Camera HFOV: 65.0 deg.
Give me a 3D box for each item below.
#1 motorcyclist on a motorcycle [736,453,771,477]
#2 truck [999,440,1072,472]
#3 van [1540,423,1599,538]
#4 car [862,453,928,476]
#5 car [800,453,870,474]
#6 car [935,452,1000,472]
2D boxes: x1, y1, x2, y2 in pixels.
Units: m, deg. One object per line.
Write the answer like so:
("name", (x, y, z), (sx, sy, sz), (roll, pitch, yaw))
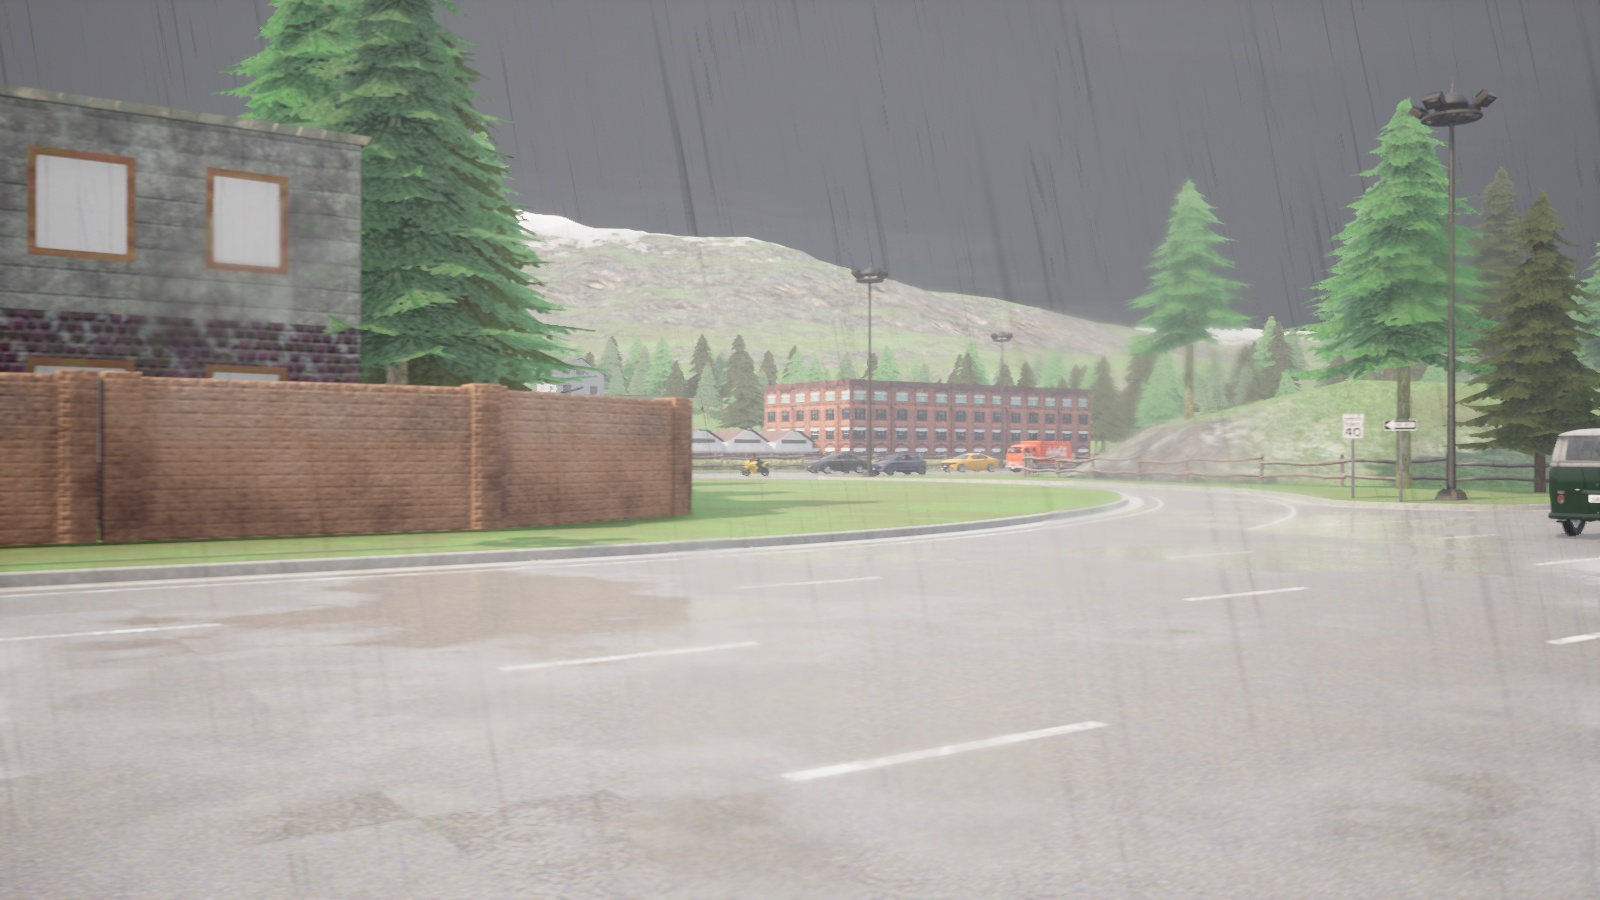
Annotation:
("motorcyclist on a motorcycle", (-2.904, 0.924, 77.941), (2.044, 1.523, 0.797), (0, 0, -35))
("truck", (18.178, 0.457, 96.786), (5.204, 2.467, 2.627), (0, 0, -35))
("van", (15.605, 0.522, 23.052), (4.442, 1.987, 1.775), (0, 0, -35))
("car", (6.397, 0.951, 84.379), (4.193, 1.474, 1.816), (0, 0, -35))
("car", (2.505, 0.965, 90.199), (4.892, 1.490, 1.837), (0, 0, -35))
("car", (13.021, 0.934, 97.476), (5.008, 1.535, 1.882), (0, 0, -35))
